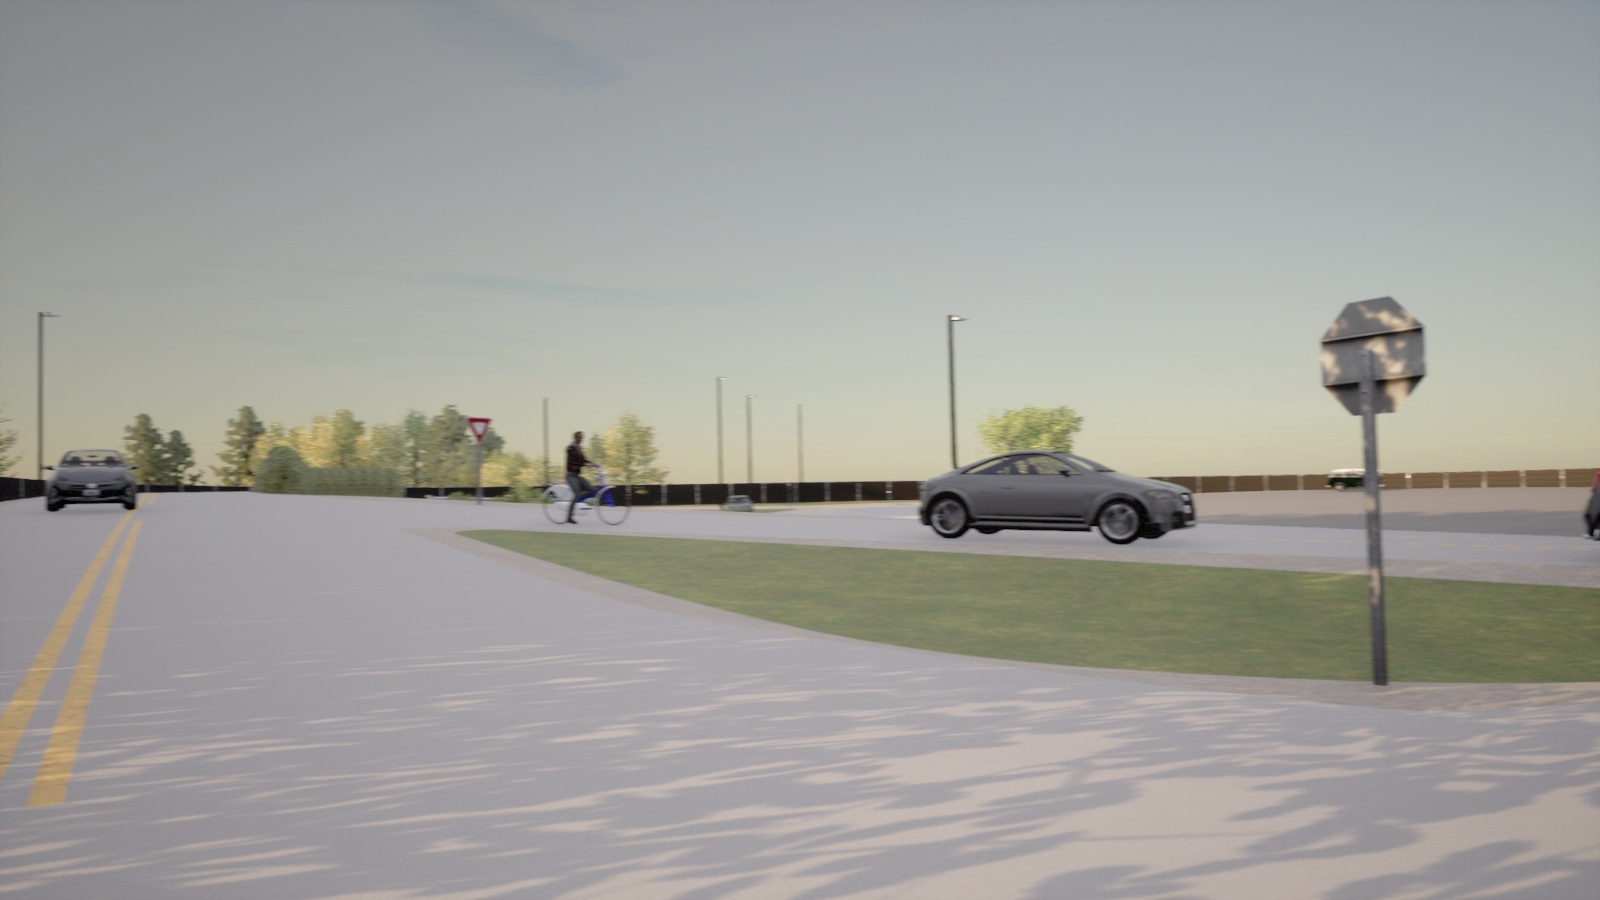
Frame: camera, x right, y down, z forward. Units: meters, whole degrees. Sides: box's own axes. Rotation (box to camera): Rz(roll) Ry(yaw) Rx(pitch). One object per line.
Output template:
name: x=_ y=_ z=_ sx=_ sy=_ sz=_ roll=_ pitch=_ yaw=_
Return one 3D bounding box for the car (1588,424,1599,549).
car: x=11.562 y=0.413 z=14.963 sx=3.633 sy=1.501 sz=1.845 roll=-1 pitch=-1 yaw=33

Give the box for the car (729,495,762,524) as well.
car: x=-3.304 y=3.647 z=77.116 sx=1.789 sy=1.549 sz=3.705 roll=-4 pitch=-1 yaw=-1

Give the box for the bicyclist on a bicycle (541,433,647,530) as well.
bicyclist on a bicycle: x=-3.850 y=0.598 z=23.450 sx=1.843 sy=1.776 sz=0.659 roll=-1 pitch=-1 yaw=21

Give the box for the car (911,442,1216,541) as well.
car: x=4.055 y=0.622 z=19.393 sx=4.181 sy=1.385 sz=1.994 roll=-1 pitch=-1 yaw=29

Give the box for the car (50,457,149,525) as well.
car: x=-17.499 y=1.008 z=31.472 sx=2.007 sy=1.525 sz=4.514 roll=-1 pitch=-1 yaw=-28
